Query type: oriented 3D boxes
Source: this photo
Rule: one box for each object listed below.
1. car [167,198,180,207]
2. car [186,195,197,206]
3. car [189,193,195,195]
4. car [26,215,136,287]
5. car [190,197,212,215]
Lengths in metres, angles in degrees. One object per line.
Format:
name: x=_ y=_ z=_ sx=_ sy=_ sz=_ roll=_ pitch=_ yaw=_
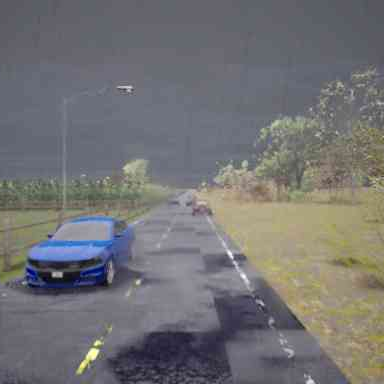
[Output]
car: x=-2.825 y=1.539 z=50.819 sx=1.895 sy=1.301 sz=4.718 roll=0 pitch=0 yaw=0
car: x=0.001 y=1.539 z=51.252 sx=1.895 sy=1.301 sz=4.718 roll=0 pitch=0 yaw=0
car: x=-0.003 y=1.061 z=71.455 sx=2.097 sy=1.767 sz=4.553 roll=0 pitch=0 yaw=0
car: x=-2.851 y=1.473 z=9.539 sx=1.882 sy=1.535 sz=5.008 roll=0 pitch=0 yaw=0
car: x=0.961 y=1.497 z=32.899 sx=1.812 sy=1.442 sz=4.674 roll=0 pitch=0 yaw=0
